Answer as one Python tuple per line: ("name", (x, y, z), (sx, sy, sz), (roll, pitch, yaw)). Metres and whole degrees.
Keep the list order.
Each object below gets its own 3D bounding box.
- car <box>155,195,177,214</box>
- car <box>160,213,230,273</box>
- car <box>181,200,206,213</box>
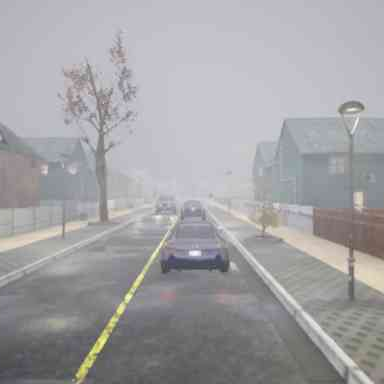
("car", (-2.838, 1.369, 37.442), (2.150, 2.045, 5.566), (0, 0, 0))
("car", (0.087, 1.602, 10.823), (1.994, 1.385, 4.181), (0, 0, 0))
("car", (0.097, 1.467, 29.501), (2.097, 1.767, 4.553), (0, 0, 0))
